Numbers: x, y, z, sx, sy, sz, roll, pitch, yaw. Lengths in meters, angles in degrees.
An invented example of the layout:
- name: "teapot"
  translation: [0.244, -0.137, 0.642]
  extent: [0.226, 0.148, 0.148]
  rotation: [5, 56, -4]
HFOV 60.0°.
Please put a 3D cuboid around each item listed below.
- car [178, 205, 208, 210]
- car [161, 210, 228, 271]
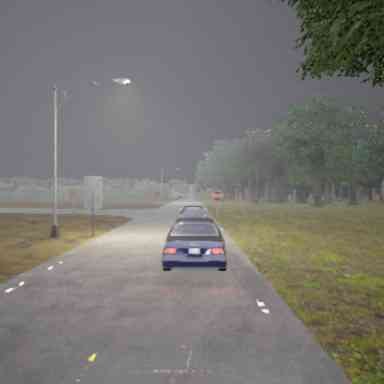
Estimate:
- name: "car"
  translation: [0.072, 1.528, 21.448]
  extent: [1.994, 1.385, 4.181]
  rotation: [0, 0, 0]
- name: "car"
  translation: [0.090, 1.520, 10.802]
  extent: [2.033, 1.411, 5.357]
  rotation: [0, 0, 1]
